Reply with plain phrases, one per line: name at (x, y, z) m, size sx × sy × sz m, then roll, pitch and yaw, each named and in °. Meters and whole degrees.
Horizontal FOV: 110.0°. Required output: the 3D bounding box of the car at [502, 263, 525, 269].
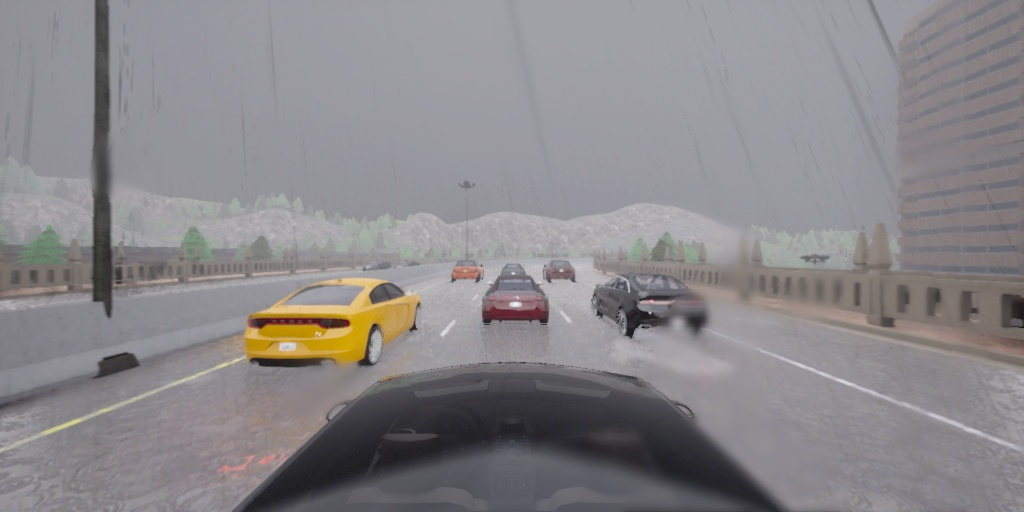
car at (0.109, 1.277, 29.183) m, size 1.994 × 1.385 × 4.181 m, roll 0°, pitch 0°, yaw 0°

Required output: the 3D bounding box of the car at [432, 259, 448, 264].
car at (-9.300, 1.180, 47.519) m, size 2.128 × 1.511 × 4.902 m, roll 0°, pitch 0°, yaw 9°

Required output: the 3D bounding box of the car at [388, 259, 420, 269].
car at (-13.155, 1.182, 44.988) m, size 2.128 × 1.511 × 4.902 m, roll 0°, pitch 0°, yaw 7°

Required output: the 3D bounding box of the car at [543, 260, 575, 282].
car at (3.602, 1.066, 28.156) m, size 2.097 × 1.767 × 4.553 m, roll 0°, pitch 0°, yaw 0°

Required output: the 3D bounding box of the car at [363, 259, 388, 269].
car at (-16.719, 1.182, 44.700) m, size 2.128 × 1.511 × 4.902 m, roll 0°, pitch 0°, yaw 6°

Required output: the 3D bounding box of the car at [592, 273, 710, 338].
car at (3.599, 1.230, 10.175) m, size 2.128 × 1.511 × 4.902 m, roll 0°, pitch 0°, yaw 0°

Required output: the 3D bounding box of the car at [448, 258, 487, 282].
car at (-3.396, 1.066, 28.259) m, size 2.097 × 1.767 × 4.553 m, roll 0°, pitch 0°, yaw 0°

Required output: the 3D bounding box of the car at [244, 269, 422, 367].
car at (-3.401, 1.219, 7.909) m, size 1.882 × 1.535 × 5.008 m, roll 0°, pitch 0°, yaw 0°

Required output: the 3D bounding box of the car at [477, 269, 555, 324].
car at (0.099, 1.300, 11.873) m, size 1.994 × 1.385 × 4.181 m, roll 0°, pitch 0°, yaw 0°
